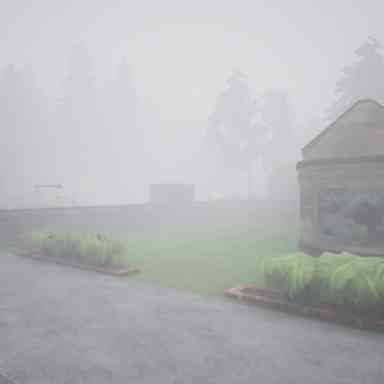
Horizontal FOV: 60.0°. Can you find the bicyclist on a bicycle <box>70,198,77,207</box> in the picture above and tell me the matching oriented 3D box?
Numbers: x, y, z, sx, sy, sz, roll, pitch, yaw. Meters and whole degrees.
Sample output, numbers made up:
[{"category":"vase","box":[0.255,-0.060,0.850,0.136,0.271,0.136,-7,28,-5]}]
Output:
[{"category":"bicyclist on a bicycle","box":[-11.474,1.354,32.058,1.656,1.620,0.582,0,0,35]}]

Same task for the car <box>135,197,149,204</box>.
[{"category":"car","box":[-6.897,1.513,52.845,1.837,1.490,4.892,0,0,36]}]
